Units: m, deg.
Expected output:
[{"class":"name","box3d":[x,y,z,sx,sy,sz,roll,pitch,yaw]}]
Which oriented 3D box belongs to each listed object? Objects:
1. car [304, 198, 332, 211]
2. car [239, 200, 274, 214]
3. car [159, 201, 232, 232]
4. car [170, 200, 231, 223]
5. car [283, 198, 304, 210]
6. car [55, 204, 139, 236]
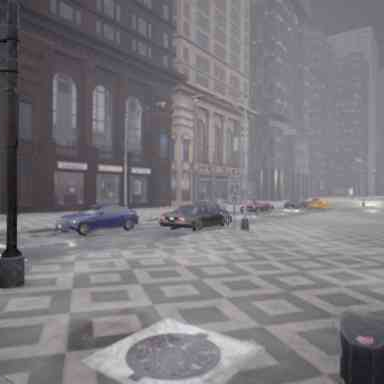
[{"class":"car","box3d":[16.044,1.463,41.462,1.882,1.535,5.008,1,1,36]},{"class":"car","box3d":[6.550,1.514,33.641,1.895,1.301,4.718,1,0,36]},{"class":"car","box3d":[0.376,1.453,19.434,2.033,1.411,5.357,1,0,35]},{"class":"car","box3d":[0.776,1.431,25.609,2.033,1.411,5.357,1,0,36]},{"class":"car","box3d":[13.750,1.497,43.551,2.033,1.411,5.357,1,0,36]},{"class":"car","box3d":[-4.898,1.377,17.703,1.812,1.442,4.674,1,0,37]}]
